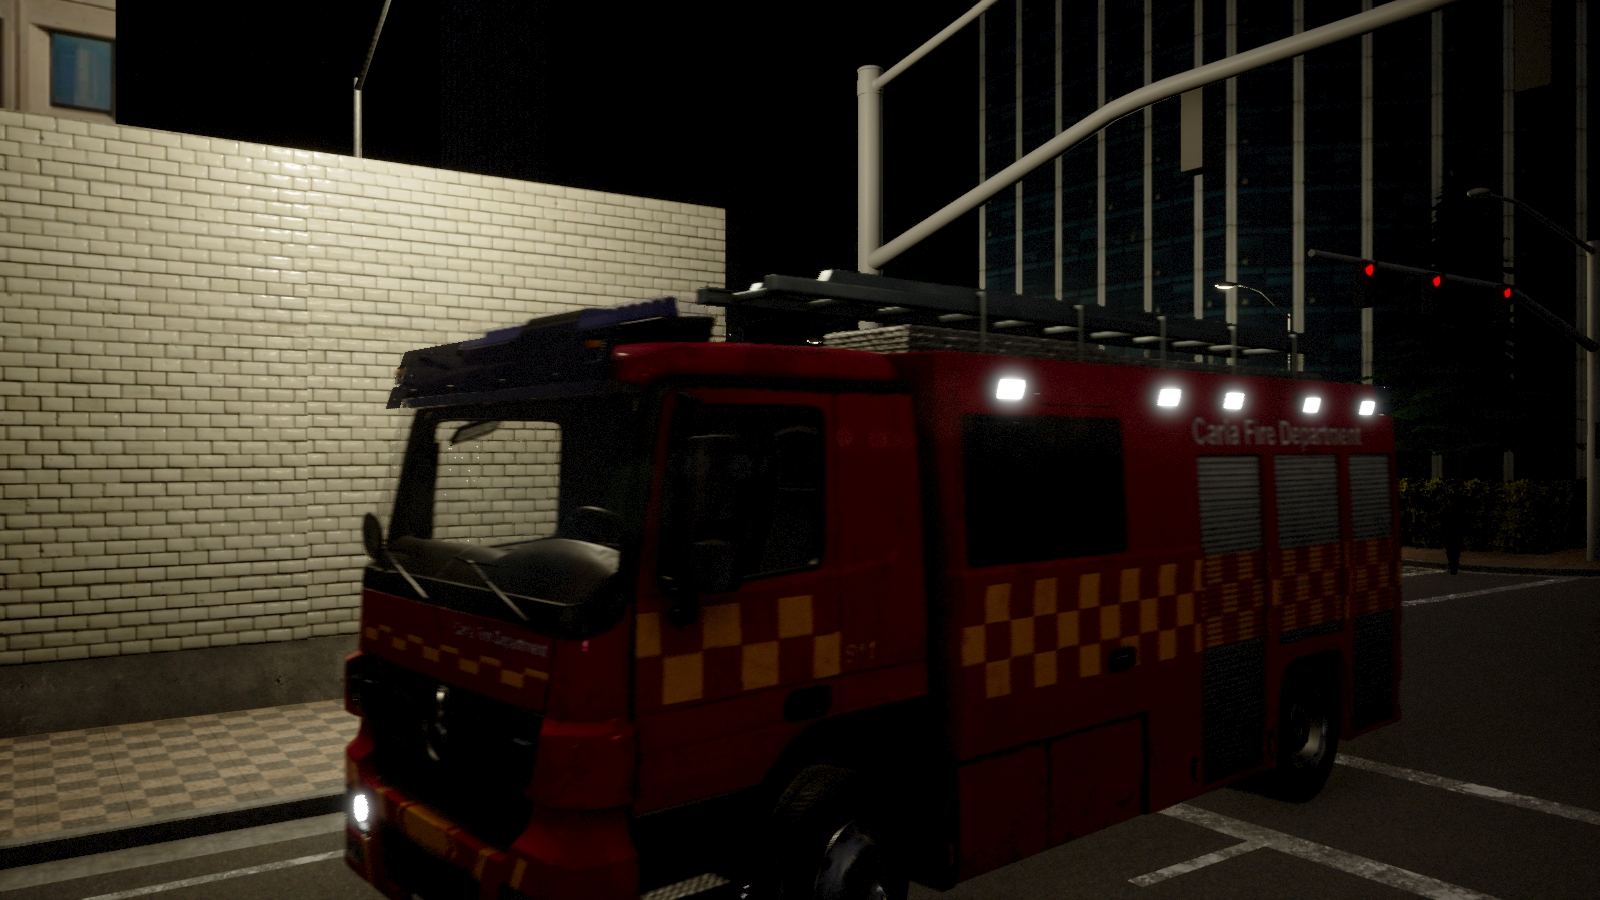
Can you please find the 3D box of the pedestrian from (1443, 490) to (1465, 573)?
[{"bbox_3d":[14.958,1.848,26.140,0.375,1.860,0.375,0,0,40],"label":"pedestrian"}]

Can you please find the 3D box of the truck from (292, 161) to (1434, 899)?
[{"bbox_3d":[1.277,0.832,8.138,8.468,3.827,2.891,0,0,-41],"label":"truck"}]
